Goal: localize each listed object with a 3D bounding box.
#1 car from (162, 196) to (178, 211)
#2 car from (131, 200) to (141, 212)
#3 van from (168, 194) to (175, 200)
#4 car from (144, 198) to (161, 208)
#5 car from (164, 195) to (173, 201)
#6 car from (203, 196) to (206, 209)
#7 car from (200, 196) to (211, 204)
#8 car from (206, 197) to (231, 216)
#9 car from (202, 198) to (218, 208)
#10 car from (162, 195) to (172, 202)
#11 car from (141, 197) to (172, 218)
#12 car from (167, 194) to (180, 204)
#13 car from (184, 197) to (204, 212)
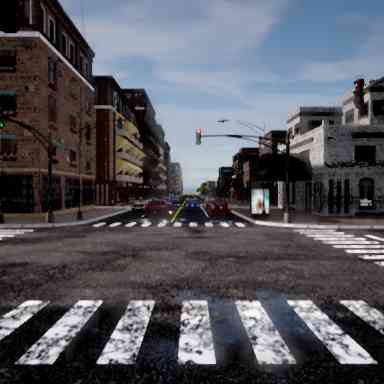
[{"bbox_3d":[-3.172,1.542,41.354,2.033,1.411,5.357,0,0,0],"label":"car"},{"bbox_3d":[-5.765,1.543,37.518,2.008,1.369,4.403,0,0,0],"label":"car"},{"bbox_3d":[-5.873,1.386,94.484,1.690,1.788,3.998,-1,0,0],"label":"van"},{"bbox_3d":[-5.786,1.548,48.912,2.008,1.369,4.403,0,0,0],"label":"car"},{"bbox_3d":[-5.850,1.553,82.921,1.752,1.417,4.829,-1,0,0],"label":"car"},{"bbox_3d":[2.605,1.577,43.243,1.802,1.307,4.206,0,0,0],"label":"car"},{"bbox_3d":[2.563,1.560,66.029,2.008,1.369,4.403,-1,0,0],"label":"car"},{"bbox_3d":[2.625,1.431,31.849,1.967,1.590,4.097,0,0,0],"label":"car"},{"bbox_3d":[2.594,1.548,48.940,2.008,1.369,4.403,0,0,0],"label":"car"},{"bbox_3d":[-5.841,1.461,77.394,1.967,1.590,4.097,0,0,0],"label":"car"},{"bbox_3d":[-3.154,1.468,30.633,1.882,1.535,5.008,0,0,0],"label":"car"},{"bbox_3d":[-3.142,1.554,62.239,2.033,1.411,5.357,0,0,0],"label":"car"},{"bbox_3d":[0.029,1.541,39.490,2.033,1.411,5.357,0,0,0],"label":"car"}]
